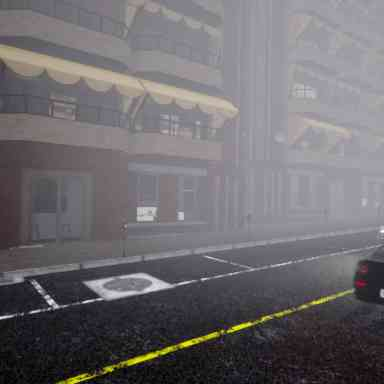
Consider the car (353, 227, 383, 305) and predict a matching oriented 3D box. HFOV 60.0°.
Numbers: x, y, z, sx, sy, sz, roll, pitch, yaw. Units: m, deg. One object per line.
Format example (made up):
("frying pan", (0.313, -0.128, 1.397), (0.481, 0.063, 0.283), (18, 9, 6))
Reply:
("car", (5.140, 1.530, 6.825), (4.674, 1.442, 1.812), (0, 0, -35))
